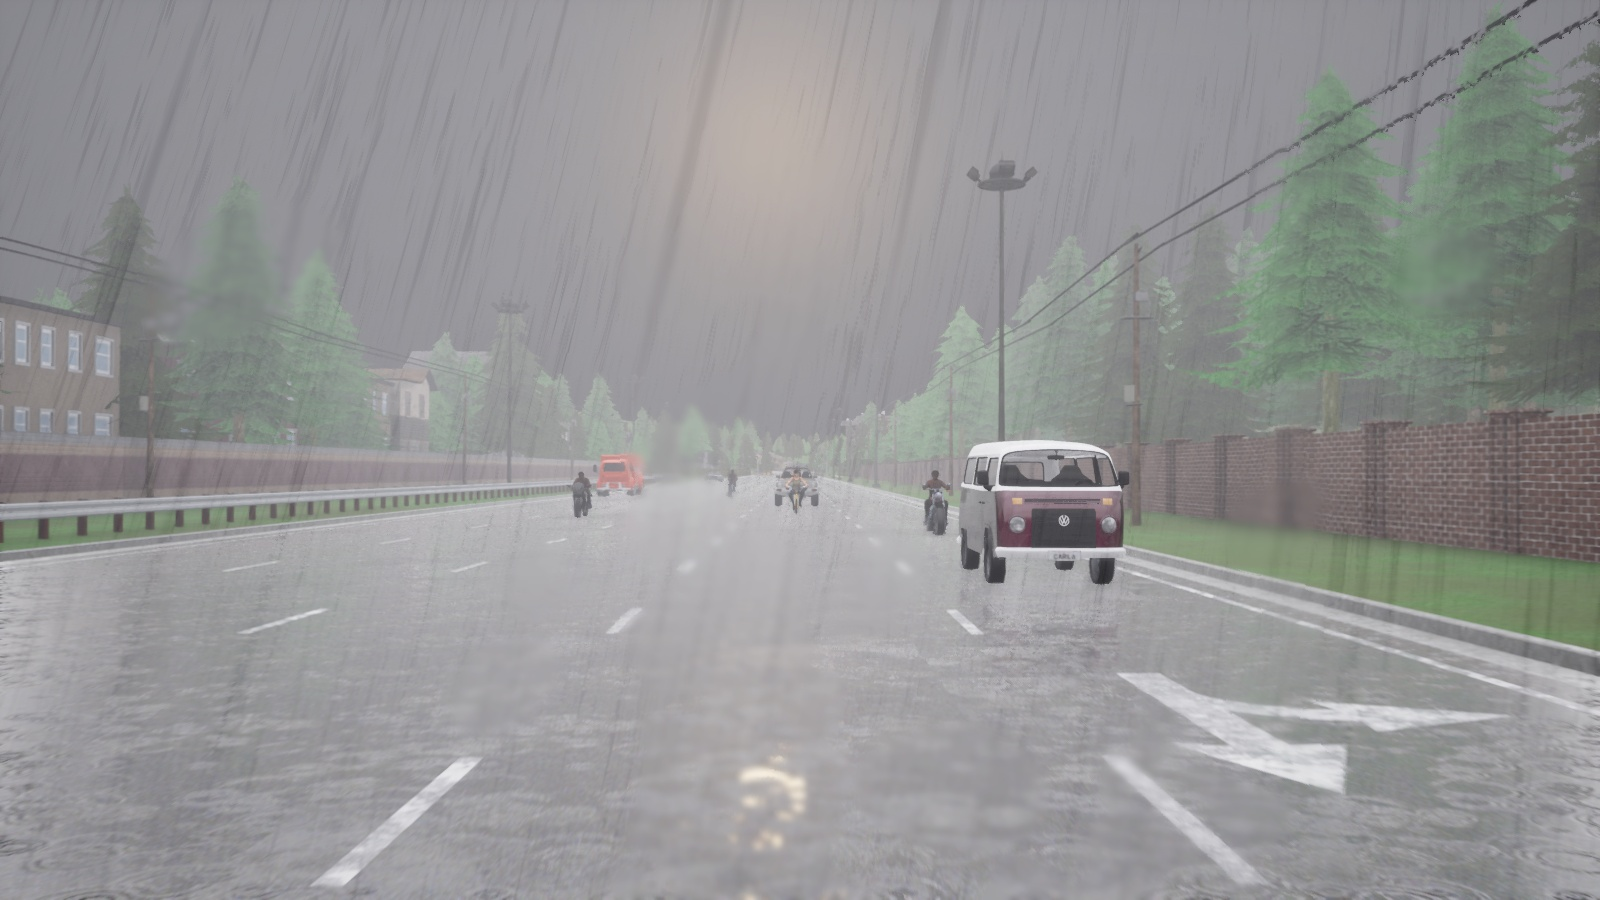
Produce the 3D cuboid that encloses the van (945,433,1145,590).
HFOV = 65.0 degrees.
[{"bbox_3d":[3.454,0.836,18.642,2.069,2.038,4.480,0,-1,0],"label":"van"}]

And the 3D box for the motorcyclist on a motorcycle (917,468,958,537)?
[{"bbox_3d":[3.424,1.278,31.447,0.766,1.649,2.350,0,-1,0],"label":"motorcyclist on a motorcycle"}]

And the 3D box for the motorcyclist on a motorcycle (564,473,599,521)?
[{"bbox_3d":[-7.099,1.510,40.907,0.797,1.523,2.044,0,-1,0],"label":"motorcyclist on a motorcycle"}]

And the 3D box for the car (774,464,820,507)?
[{"bbox_3d":[-0.136,1.576,56.332,1.932,1.855,4.605,0,-1,0],"label":"car"}]

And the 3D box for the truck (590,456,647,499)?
[{"bbox_3d":[-10.681,1.616,74.426,2.627,2.467,5.204,0,-1,0],"label":"truck"}]
